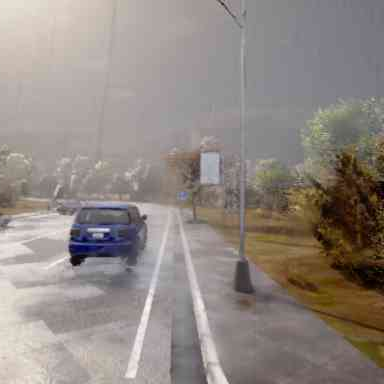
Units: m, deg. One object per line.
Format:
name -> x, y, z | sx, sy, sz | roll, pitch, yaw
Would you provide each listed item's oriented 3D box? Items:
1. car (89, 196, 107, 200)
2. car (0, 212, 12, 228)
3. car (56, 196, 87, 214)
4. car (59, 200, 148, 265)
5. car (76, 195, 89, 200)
car -> -24.769, 1.839, 89.471 | 4.674, 1.442, 1.812 | 1, -1, 40
car -> -14.117, 1.888, 22.339 | 1.895, 1.301, 4.718 | 1, -1, -3
car -> -15.117, 1.800, 41.468 | 2.097, 1.767, 4.553 | 1, 0, -4
car -> -2.984, 1.463, 12.754 | 2.150, 2.045, 5.566 | 1, -1, -3
car -> -28.815, 1.742, 88.419 | 5.357, 1.411, 2.033 | 1, -1, 40
